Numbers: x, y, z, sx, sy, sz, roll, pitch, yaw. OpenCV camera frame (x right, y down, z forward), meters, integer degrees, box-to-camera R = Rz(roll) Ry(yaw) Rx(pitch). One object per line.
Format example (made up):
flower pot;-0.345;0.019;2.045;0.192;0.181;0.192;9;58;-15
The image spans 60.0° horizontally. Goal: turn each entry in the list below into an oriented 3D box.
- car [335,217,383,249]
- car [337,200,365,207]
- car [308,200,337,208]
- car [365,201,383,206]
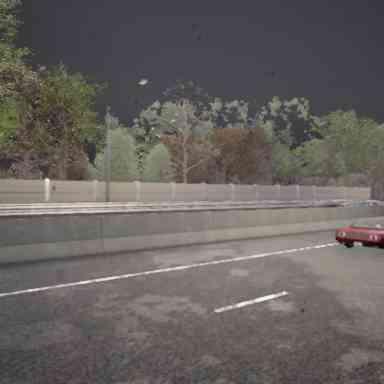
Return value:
car;8.063;1.692;13.822;4.718;1.301;1.895;0;0;-36
car;19.843;1.786;39.688;4.892;1.490;1.837;1;-1;-35
car;16.540;1.753;41.636;5.008;1.535;1.882;1;0;-35
car;21.548;1.777;36.606;4.892;1.490;1.837;1;-1;-35
